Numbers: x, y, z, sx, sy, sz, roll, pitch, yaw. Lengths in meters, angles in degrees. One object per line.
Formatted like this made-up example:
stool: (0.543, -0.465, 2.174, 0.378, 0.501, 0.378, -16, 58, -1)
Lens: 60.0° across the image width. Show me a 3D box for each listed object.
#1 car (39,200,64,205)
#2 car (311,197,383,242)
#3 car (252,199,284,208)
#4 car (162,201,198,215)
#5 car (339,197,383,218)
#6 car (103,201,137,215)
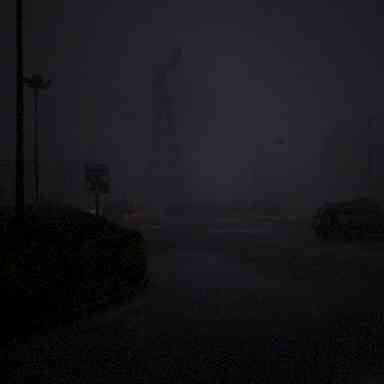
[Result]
car: (-17.756, 1.749, 39.785, 4.902, 1.511, 2.128, 0, 0, -12)
car: (8.139, 1.352, 16.377, 4.605, 1.855, 1.932, 0, 0, -24)
car: (9.867, 1.661, 43.178, 4.193, 1.474, 1.816, 0, 0, -24)
car: (-1.345, 1.694, 36.757, 3.905, 1.438, 1.784, 0, 0, -24)
car: (15.974, 1.388, 31.146, 3.866, 1.878, 1.905, 0, 0, -24)
car: (-7.943, 1.691, 36.381, 2.128, 1.511, 4.902, 0, 0, -43)
